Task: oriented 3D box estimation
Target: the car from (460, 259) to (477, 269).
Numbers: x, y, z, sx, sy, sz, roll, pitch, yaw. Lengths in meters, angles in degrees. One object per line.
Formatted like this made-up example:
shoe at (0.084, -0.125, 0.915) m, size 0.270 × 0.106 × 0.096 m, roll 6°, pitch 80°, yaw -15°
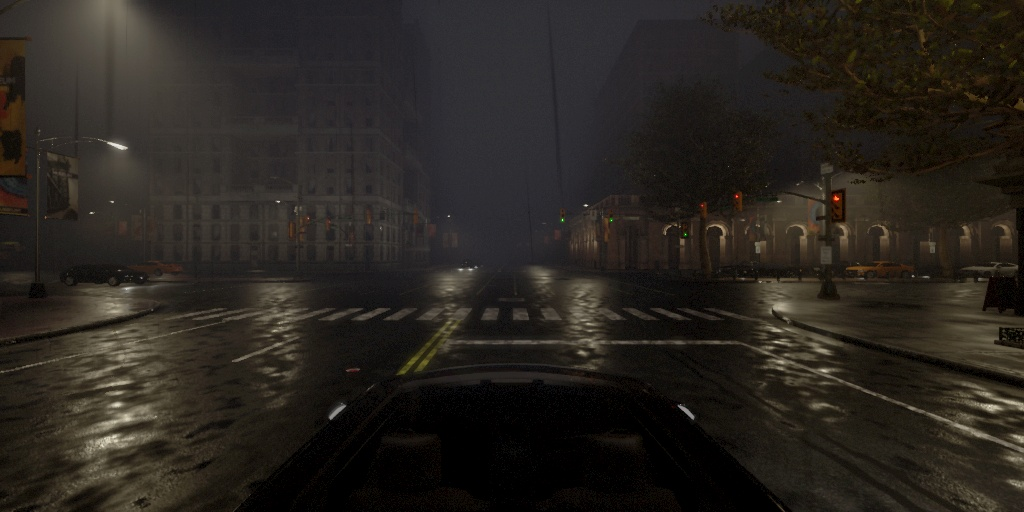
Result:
car at (-7.173, 1.255, 57.994) m, size 1.837 × 1.490 × 4.892 m, roll 0°, pitch 0°, yaw 0°

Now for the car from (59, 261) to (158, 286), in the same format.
car at (-27.647, 1.255, 24.418) m, size 4.892 × 1.490 × 1.837 m, roll 0°, pitch 0°, yaw 0°

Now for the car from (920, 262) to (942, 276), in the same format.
car at (42.935, 1.314, 35.805) m, size 4.181 × 1.385 × 1.994 m, roll 0°, pitch 0°, yaw 0°

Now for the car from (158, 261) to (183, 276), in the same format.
car at (-36.208, 1.228, 36.137) m, size 5.008 × 1.535 × 1.882 m, roll 0°, pitch 0°, yaw 0°

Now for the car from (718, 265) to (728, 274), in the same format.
car at (23.288, 1.241, 35.900) m, size 4.902 × 1.511 × 2.128 m, roll 0°, pitch 0°, yaw 0°

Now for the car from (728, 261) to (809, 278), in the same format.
car at (23.088, 1.297, 32.400) m, size 5.357 × 1.411 × 2.033 m, roll 0°, pitch 0°, yaw 0°

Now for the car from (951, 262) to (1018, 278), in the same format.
car at (43.279, 1.276, 32.304) m, size 4.674 × 1.442 × 1.812 m, roll 0°, pitch 0°, yaw 1°

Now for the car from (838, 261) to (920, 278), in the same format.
car at (33.053, 1.228, 32.357) m, size 5.008 × 1.535 × 1.882 m, roll 0°, pitch 0°, yaw 0°

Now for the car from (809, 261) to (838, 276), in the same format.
car at (32.886, 1.241, 35.861) m, size 4.902 × 1.511 × 2.128 m, roll 0°, pitch 0°, yaw 0°
